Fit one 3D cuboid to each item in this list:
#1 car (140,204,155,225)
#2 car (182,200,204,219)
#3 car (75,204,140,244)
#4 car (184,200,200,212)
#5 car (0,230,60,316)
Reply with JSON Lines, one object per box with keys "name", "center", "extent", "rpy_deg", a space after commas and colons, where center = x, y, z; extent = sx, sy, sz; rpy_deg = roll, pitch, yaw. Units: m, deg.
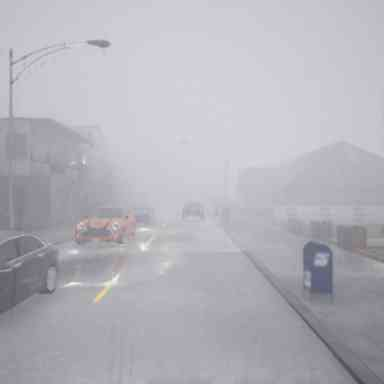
{"name": "car", "center": [-4.066, 1.707, 26.495], "extent": [1.882, 1.535, 5.008], "rpy_deg": [0, 0, 0]}
{"name": "car", "center": [0.093, 1.634, 32.573], "extent": [2.097, 1.767, 4.553], "rpy_deg": [0, -1, 0]}
{"name": "car", "center": [-4.098, 1.495, 16.423], "extent": [2.097, 1.767, 4.553], "rpy_deg": [0, -1, 0]}
{"name": "car", "center": [0.029, 1.888, 45.785], "extent": [2.128, 1.511, 4.902], "rpy_deg": [0, 0, 1]}
{"name": "car", "center": [-4.101, 1.561, 6.219], "extent": [1.837, 1.490, 4.892], "rpy_deg": [0, -1, 0]}
